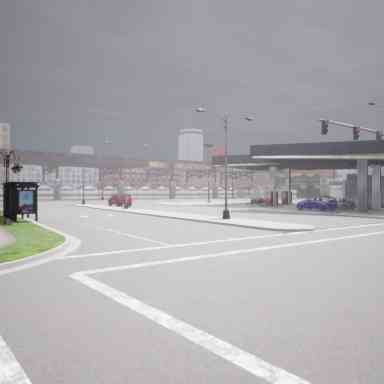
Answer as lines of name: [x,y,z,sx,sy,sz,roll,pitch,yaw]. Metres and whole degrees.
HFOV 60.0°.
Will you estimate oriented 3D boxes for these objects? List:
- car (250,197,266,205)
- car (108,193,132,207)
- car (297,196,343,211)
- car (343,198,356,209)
car: [12.138,1.600,60.510,1.895,1.301,4.718,0,0,29]
car: [-11.263,1.222,52.035,2.150,2.045,5.566,0,0,-35]
car: [14.306,1.295,38.312,2.242,1.667,4.611,0,0,-35]
car: [18.580,1.456,42.226,1.970,1.475,3.806,0,0,-35]
